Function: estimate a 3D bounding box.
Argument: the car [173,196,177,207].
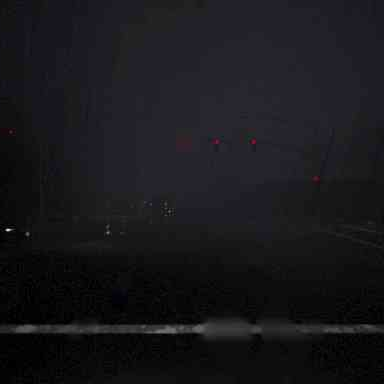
[{"bbox_3d":[-3.560,1.515,45.767,1.994,1.385,4.181,0,0,0],"label":"car"}]

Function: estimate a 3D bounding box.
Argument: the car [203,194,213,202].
[{"bbox_3d":[3.555,1.307,74.083,2.128,1.511,4.902,0,0,0],"label":"car"}]

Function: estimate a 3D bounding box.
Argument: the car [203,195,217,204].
[{"bbox_3d":[3.547,1.284,63.943,2.097,1.767,4.553,0,0,0],"label":"car"}]

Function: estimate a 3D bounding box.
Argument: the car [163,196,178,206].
[{"bbox_3d":[-3.538,1.432,56.130,2.128,1.511,4.902,0,0,0],"label":"car"}]

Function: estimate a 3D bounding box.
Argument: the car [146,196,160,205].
[{"bbox_3d":[-7.012,1.443,59.815,1.837,1.490,4.892,0,0,0],"label":"car"}]

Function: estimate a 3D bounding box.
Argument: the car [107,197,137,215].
[{"bbox_3d":[-7.070,1.490,33.104,1.812,1.442,4.674,0,0,0],"label":"car"}]

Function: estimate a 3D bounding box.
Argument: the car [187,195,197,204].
[{"bbox_3d":[0.047,1.437,63.976,1.837,1.490,4.892,0,0,0],"label":"car"}]

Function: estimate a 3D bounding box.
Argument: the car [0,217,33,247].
[{"bbox_3d":[-9.332,1.510,13.948,4.902,1.511,2.128,0,0,0],"label":"car"}]

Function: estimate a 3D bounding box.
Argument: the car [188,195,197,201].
[{"bbox_3d":[0.055,1.334,74.086,1.994,1.385,4.181,0,0,0],"label":"car"}]

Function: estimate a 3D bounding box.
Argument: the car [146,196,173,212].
[{"bbox_3d":[-3.561,1.312,37.197,2.097,1.767,4.553,0,0,0],"label":"car"}]

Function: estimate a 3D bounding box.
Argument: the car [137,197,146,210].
[{"bbox_3d":[-7.062,1.433,42.396,1.882,1.535,5.008,0,0,0],"label":"car"}]
